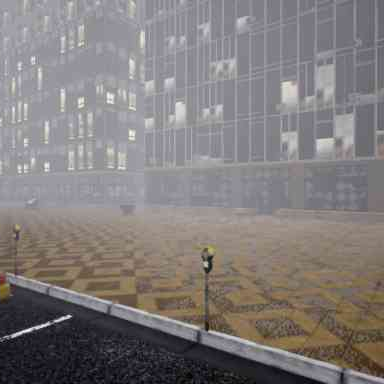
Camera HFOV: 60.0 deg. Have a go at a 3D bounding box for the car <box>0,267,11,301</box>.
[{"bbox_3d":[-5.589,1.526,6.827,4.829,1.417,1.752,0,0,35],"label":"car"}]
